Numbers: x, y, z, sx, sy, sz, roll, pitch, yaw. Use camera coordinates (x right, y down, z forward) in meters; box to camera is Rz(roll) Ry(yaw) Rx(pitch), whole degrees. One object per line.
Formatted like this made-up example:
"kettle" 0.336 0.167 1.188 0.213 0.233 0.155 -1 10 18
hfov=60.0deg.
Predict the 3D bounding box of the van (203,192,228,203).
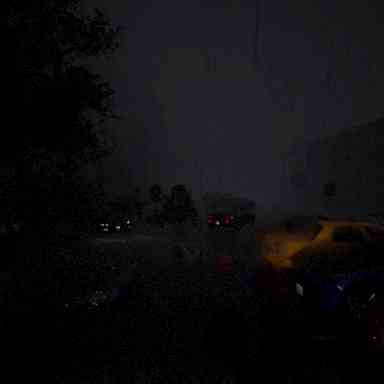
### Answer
"van" 4.298 0.994 60.637 4.442 1.987 1.878 0 0 0

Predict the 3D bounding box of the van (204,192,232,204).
"van" 4.283 1.010 55.107 4.442 1.987 1.878 0 0 0

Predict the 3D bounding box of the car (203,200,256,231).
"car" 2.477 1.479 20.348 1.812 1.442 4.674 0 1 28

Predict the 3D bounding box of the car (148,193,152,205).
"car" -8.204 1.258 43.676 5.008 1.535 2.097 0 0 0

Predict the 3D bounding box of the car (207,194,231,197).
"car" 4.353 1.311 38.153 4.674 1.452 2.002 0 0 0

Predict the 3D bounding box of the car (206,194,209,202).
"car" 4.360 1.305 40.979 4.674 1.452 2.002 0 0 0

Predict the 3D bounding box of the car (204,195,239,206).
"car" 4.380 1.247 49.456 5.008 1.535 2.097 0 0 0

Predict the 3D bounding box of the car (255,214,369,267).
"car" 4.725 1.475 9.350 5.366 1.575 1.946 0 0 0

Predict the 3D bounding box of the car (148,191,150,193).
"car" -8.141 0.977 57.793 5.566 2.045 2.435 0 0 0

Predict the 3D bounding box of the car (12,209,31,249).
"car" -8.509 1.351 12.138 4.553 1.767 2.185 0 0 0

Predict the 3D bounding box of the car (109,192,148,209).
"car" -8.185 1.139 40.976 4.553 1.767 2.185 0 0 0

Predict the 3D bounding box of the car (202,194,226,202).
"car" 4.432 1.178 66.431 4.674 1.452 2.002 0 1 0

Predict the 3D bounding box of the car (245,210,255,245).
"car" 4.524 1.518 11.992 4.674 1.452 2.002 -1 0 0

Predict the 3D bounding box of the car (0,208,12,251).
"car" -8.569 1.226 9.353 5.566 2.045 2.435 0 0 0

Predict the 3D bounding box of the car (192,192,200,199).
"car" 0.034 1.266 66.048 1.895 1.301 4.718 0 1 0

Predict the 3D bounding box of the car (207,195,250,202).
"car" 4.319 1.307 35.326 4.792 1.488 2.163 0 0 0

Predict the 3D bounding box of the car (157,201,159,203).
"car" -8.155 1.270 52.146 4.792 1.488 2.163 0 0 0

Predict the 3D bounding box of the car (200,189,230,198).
"car" 4.421 0.990 52.281 5.566 2.045 2.435 0 0 0

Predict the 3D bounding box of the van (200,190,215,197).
"van" 4.387 0.355 94.678 4.442 1.987 1.878 0 1 0

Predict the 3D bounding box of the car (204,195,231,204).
"car" 4.405 1.270 57.933 4.674 1.452 2.002 0 0 0

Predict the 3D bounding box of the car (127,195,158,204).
"car" -8.147 1.264 54.970 4.792 1.488 2.163 0 0 0

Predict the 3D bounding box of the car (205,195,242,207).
"car" 4.383 1.253 46.631 5.008 1.535 2.097 0 0 0

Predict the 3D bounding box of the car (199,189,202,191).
"car" 4.443 0.678 83.379 4.553 1.767 2.185 0 1 0

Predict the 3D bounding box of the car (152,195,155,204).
"car" -8.199 1.247 49.448 4.892 1.521 2.231 0 0 0

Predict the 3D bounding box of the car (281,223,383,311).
"car" 4.510 1.508 6.567 4.792 1.488 2.163 0 0 0

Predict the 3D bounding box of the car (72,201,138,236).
"car" -5.164 1.486 18.452 1.837 1.490 4.892 -3 3 -38

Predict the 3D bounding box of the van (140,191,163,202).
"van" -8.024 0.913 66.404 4.442 1.987 1.878 0 1 0

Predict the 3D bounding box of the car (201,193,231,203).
"car" 4.185 1.256 43.805 5.366 1.575 1.946 0 0 0

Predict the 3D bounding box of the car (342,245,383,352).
"car" 4.537 1.520 3.784 4.674 1.452 2.002 0 0 0
